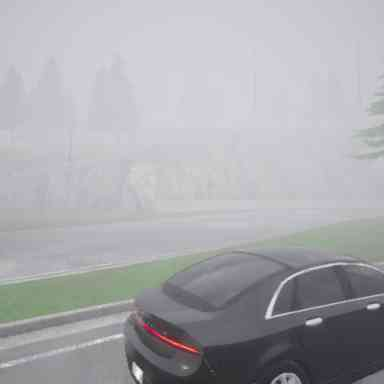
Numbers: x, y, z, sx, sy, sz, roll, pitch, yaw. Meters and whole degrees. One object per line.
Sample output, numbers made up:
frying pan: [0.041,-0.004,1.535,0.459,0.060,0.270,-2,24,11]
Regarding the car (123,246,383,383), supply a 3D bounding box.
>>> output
car: [1.556,1.510,4.469,4.892,1.490,1.837,0,-1,-31]
